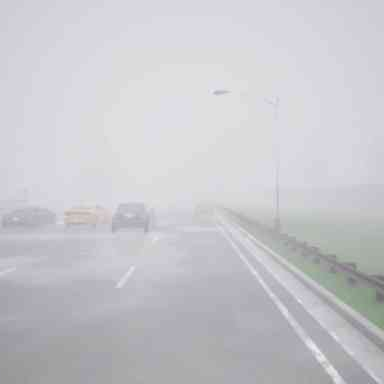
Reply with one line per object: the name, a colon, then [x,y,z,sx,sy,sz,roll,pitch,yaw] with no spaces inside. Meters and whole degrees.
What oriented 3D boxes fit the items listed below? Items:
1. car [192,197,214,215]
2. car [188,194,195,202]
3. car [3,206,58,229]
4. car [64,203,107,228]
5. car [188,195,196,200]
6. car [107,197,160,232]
car: [1.229,1.500,34.429,1.882,1.535,5.008,0,0,0]
car: [0.009,1.600,81.225,1.994,1.385,4.181,0,0,0]
car: [-10.398,1.579,21.693,1.994,1.385,4.181,0,0,0]
car: [-6.897,1.492,22.333,1.882,1.535,5.008,0,0,0]
car: [0.010,1.540,90.843,1.994,1.385,4.181,0,0,0]
car: [-3.398,1.364,20.149,2.097,1.767,4.553,0,0,0]
